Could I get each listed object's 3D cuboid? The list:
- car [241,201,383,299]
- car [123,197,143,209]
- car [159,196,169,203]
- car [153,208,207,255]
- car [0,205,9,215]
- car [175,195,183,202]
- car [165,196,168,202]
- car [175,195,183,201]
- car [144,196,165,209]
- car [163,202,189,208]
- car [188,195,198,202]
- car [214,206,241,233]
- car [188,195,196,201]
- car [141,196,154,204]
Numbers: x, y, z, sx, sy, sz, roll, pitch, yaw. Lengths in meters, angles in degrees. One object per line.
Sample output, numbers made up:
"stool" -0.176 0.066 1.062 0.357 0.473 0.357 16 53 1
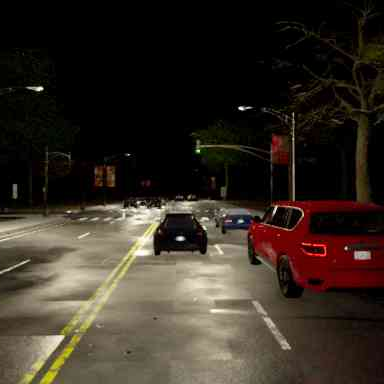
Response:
"car" 2.946 1.226 8.623 2.150 2.045 5.566 0 0 -2
"car" -8.437 1.540 46.714 1.837 1.490 4.892 0 0 -2
"car" -6.000 1.571 71.023 1.837 1.490 4.892 0 0 -2
"car" -0.479 1.571 13.419 1.994 1.385 4.181 0 0 -2
"car" -20.143 1.501 31.768 4.892 1.490 1.837 0 0 -3
"car" -2.969 1.677 76.914 1.895 1.301 4.718 0 0 -2
"car" -5.557 1.649 57.103 1.895 1.301 4.718 0 0 -1
"car" -3.343 1.532 86.876 1.994 1.385 4.181 0 0 -2
"car" -5.159 1.540 46.053 1.837 1.490 4.892 0 0 -2
"car" -0.934 1.615 22.956 1.895 1.301 4.718 0 0 -5
"car" 0.280 1.635 77.006 1.994 1.385 4.181 0 0 -2
"car" 2.435 1.559 19.690 2.033 1.411 5.357 0 0 -2
"car" -0.096 1.458 86.998 1.882 1.535 5.008 0 0 -2
"car" -9.173 1.615 68.892 2.033 1.411 5.357 0 0 -2
